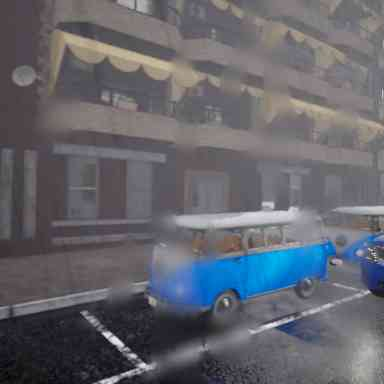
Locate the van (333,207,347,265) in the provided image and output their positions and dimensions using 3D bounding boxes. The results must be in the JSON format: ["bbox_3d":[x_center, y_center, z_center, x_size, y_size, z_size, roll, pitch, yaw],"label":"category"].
[{"bbox_3d":[5.583,1.322,10.020,3.998,1.788,1.690,0,2,-35],"label":"van"}]

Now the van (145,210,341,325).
[{"bbox_3d":[1.071,1.330,6.820,3.998,1.788,1.690,0,2,-35],"label":"van"}]

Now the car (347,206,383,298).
[{"bbox_3d":[6.028,1.204,7.341,5.566,2.045,2.150,0,0,-35],"label":"car"}]
